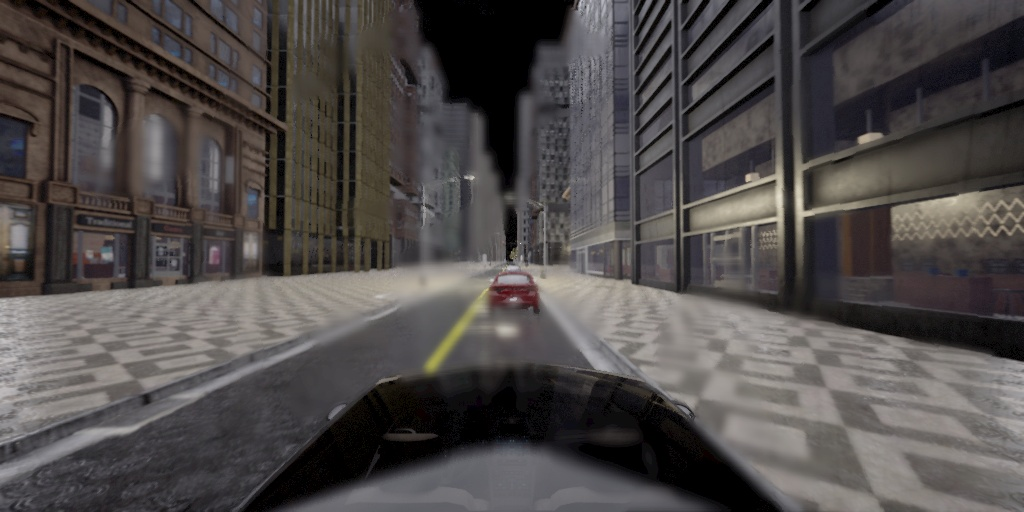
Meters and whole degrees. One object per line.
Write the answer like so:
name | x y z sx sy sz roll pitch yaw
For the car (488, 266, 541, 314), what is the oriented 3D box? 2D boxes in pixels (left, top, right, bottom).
car | 0.088 1.366 14.620 1.882 1.535 5.008 0 0 0
